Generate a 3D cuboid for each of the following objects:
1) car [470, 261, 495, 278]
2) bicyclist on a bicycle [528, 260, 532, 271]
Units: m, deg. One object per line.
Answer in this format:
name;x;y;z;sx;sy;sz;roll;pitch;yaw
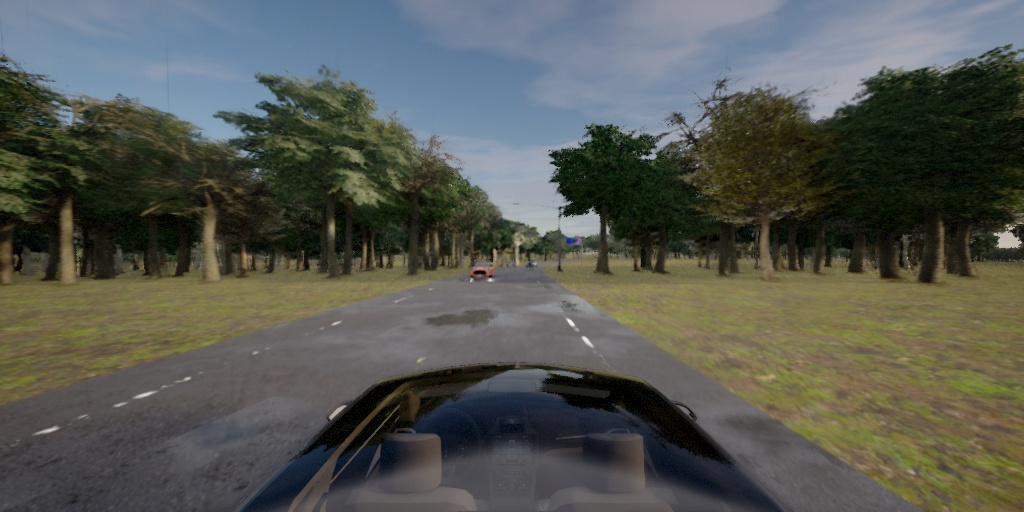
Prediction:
car;-2.910;1.284;35.812;2.097;1.767;4.553;0;-1;3
bicyclist on a bicycle;2.984;1.624;60.804;0.659;1.776;1.843;0;0;4
